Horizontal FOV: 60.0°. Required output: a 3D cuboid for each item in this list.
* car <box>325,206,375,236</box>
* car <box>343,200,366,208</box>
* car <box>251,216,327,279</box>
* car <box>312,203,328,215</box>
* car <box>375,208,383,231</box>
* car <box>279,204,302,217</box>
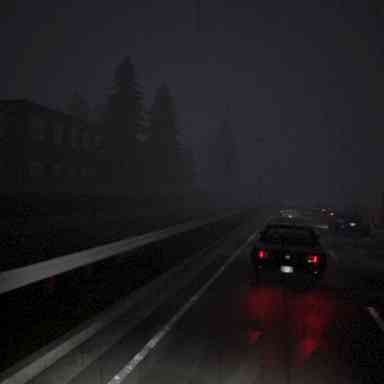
[{"bbox_3d":[9.922,1.869,21.247,1.994,1.385,4.181,2,0,17],"label":"car"},{"bbox_3d":[18.473,2.048,37.590,1.882,1.535,5.008,2,0,17],"label":"car"},{"bbox_3d":[3.068,1.689,10.567,1.895,1.301,4.718,2,0,17],"label":"car"},{"bbox_3d":[15.195,2.020,38.845,1.994,1.385,4.181,2,0,17],"label":"car"},{"bbox_3d":[14.213,1.798,23.358,2.097,1.767,4.553,2,0,17],"label":"car"},{"bbox_3d":[8.661,1.776,29.221,1.812,1.442,4.674,2,0,17],"label":"car"}]
